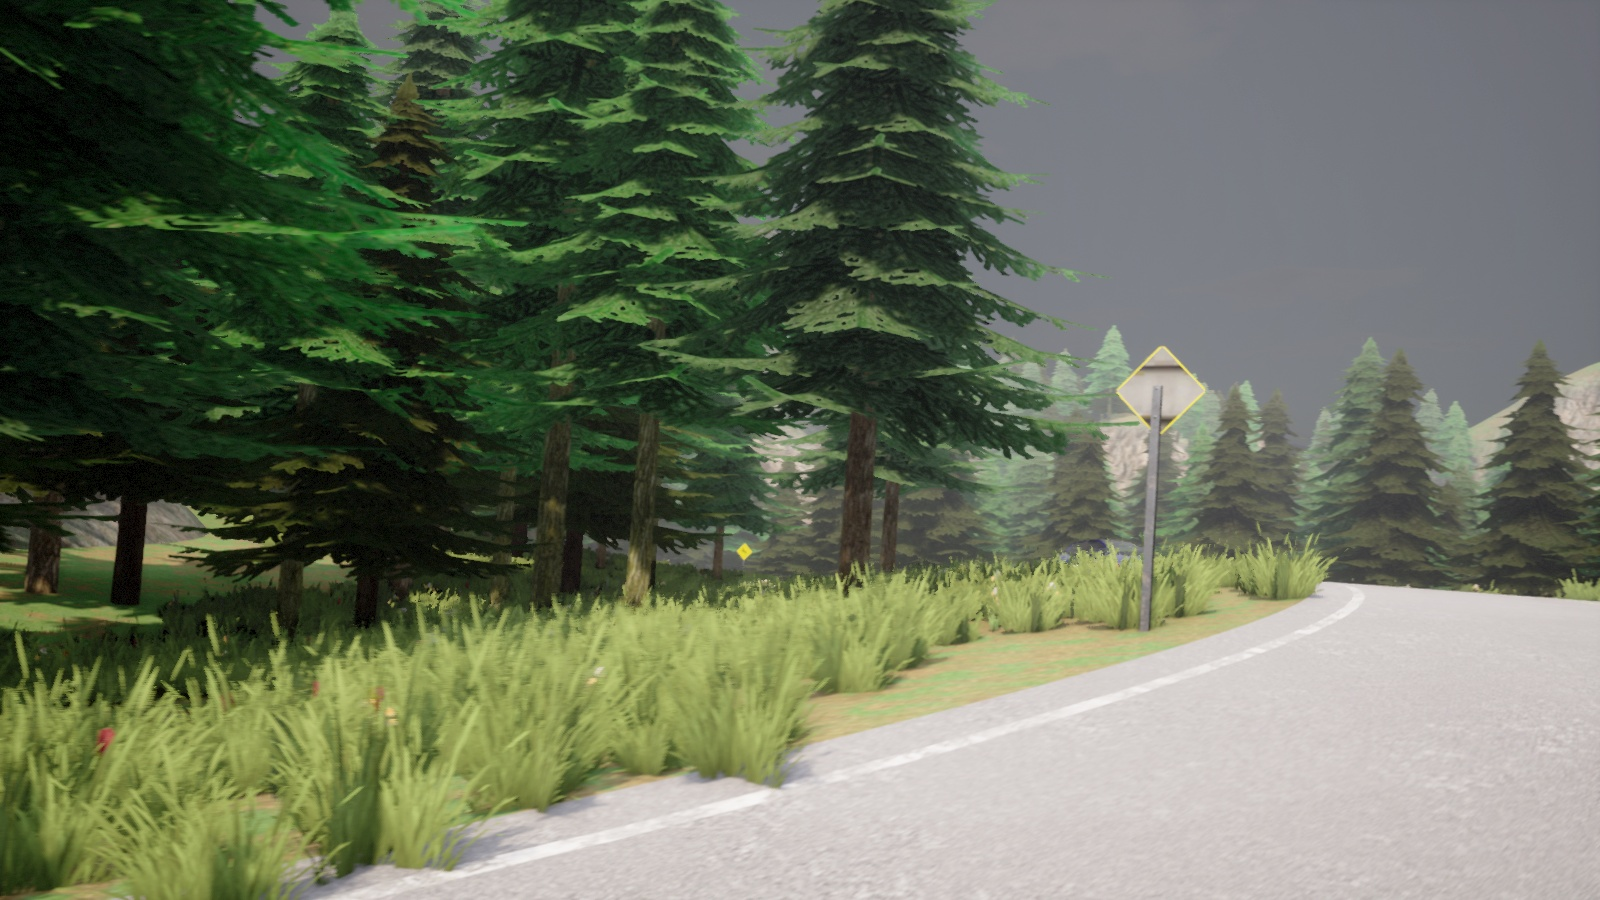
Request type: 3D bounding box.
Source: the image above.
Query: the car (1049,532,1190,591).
[{"bbox_3d":[9.044,3.241,35.915,1.816,1.474,4.193,5,-8,-20],"label":"car"}]
